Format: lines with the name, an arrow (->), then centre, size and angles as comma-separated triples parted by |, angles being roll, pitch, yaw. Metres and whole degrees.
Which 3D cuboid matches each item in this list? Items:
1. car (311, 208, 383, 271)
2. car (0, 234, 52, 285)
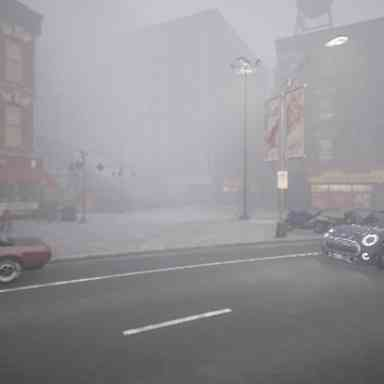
car -> 6.518, 1.361, 10.768 | 4.553, 1.767, 2.097 | 0, 0, -20
car -> -5.970, 1.526, 7.868 | 4.718, 1.301, 1.895 | 0, 0, -32
